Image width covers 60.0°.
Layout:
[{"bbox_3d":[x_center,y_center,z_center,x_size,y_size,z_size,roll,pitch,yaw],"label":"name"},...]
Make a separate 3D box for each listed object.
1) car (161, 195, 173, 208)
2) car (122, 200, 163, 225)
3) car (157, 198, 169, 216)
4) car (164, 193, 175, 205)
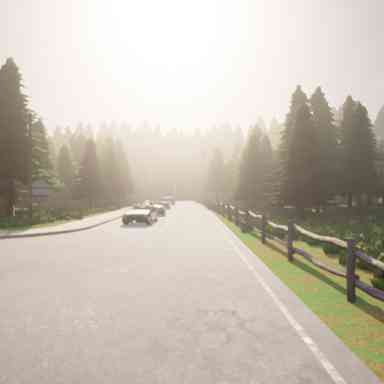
[{"bbox_3d":[-3.868,1.496,44.201,1.837,1.490,4.892,0,1,-2],"label":"car"},{"bbox_3d":[-3.650,1.539,24.295,2.033,1.411,5.357,0,0,2],"label":"car"},{"bbox_3d":[-3.535,1.553,31.741,1.994,1.385,4.181,0,0,-1],"label":"car"},{"bbox_3d":[-4.211,1.213,59.686,2.150,2.045,5.566,0,0,-2],"label":"car"}]
